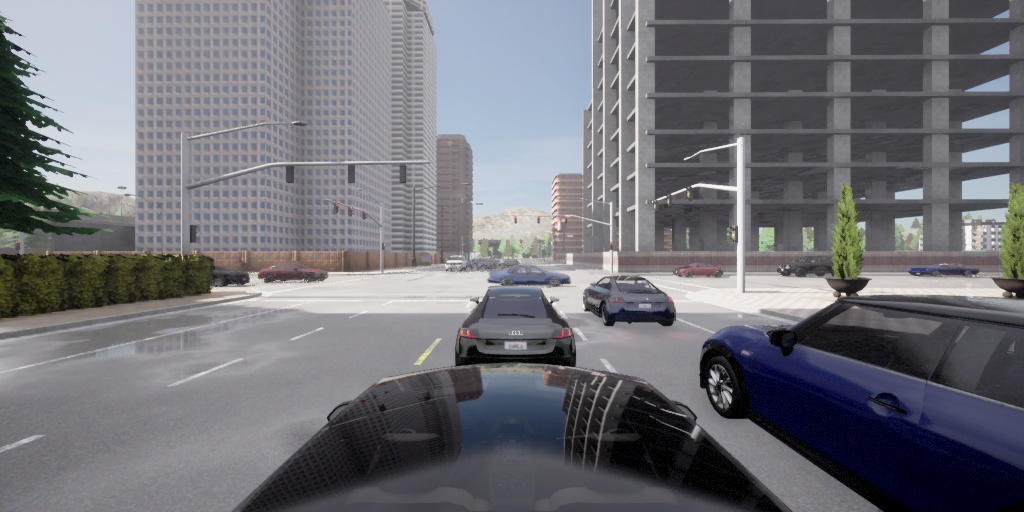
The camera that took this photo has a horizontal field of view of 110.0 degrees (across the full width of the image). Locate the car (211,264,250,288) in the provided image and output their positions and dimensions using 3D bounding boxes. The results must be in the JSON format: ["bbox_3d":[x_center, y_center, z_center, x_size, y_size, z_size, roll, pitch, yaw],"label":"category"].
[{"bbox_3d":[-19.880,1.228,23.321,5.008,1.535,1.882,0,0,1],"label":"car"}]

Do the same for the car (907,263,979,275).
[{"bbox_3d":[40.328,1.351,33.626,4.718,1.301,1.895,0,0,1],"label":"car"}]

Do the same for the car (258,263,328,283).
[{"bbox_3d":[-16.415,1.275,27.004,4.674,1.442,1.812,0,0,-4],"label":"car"}]

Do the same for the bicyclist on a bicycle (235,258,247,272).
[{"bbox_3d":[-29.393,1.051,38.866,0.582,1.620,1.656,0,0,0],"label":"bicyclist on a bicycle"}]

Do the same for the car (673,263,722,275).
[{"bbox_3d":[17.505,1.314,33.784,4.181,1.385,1.994,0,0,0],"label":"car"}]

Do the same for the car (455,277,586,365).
[{"bbox_3d":[0.058,1.314,7.385,1.994,1.385,4.181,0,0,0],"label":"car"}]

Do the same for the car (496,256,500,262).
[{"bbox_3d":[-3.591,1.102,58.770,2.097,1.767,4.553,0,0,1],"label":"car"}]

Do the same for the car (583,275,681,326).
[{"bbox_3d":[3.576,1.314,11.646,1.994,1.385,4.181,0,0,0],"label":"car"}]

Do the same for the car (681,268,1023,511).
[{"bbox_3d":[3.600,1.102,3.043,2.097,1.767,4.553,0,0,0],"label":"car"}]

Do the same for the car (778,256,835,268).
[{"bbox_3d":[28.204,0.972,33.715,5.566,2.045,2.150,0,0,1],"label":"car"}]

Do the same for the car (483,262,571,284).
[{"bbox_3d":[1.057,1.297,23.189,5.357,1.411,2.033,0,0,0],"label":"car"}]

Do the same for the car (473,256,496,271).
[{"bbox_3d":[-3.731,1.102,50.025,2.097,1.767,4.553,0,0,1],"label":"car"}]

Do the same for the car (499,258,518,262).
[{"bbox_3d":[-0.182,1.255,42.967,1.837,1.490,4.892,1,0,3],"label":"car"}]

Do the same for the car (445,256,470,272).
[{"bbox_3d":[-7.273,0.971,47.065,2.150,2.045,5.566,0,0,1],"label":"car"}]

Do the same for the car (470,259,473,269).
[{"bbox_3d":[-7.135,1.314,56.484,1.994,1.385,4.181,0,0,1],"label":"car"}]
